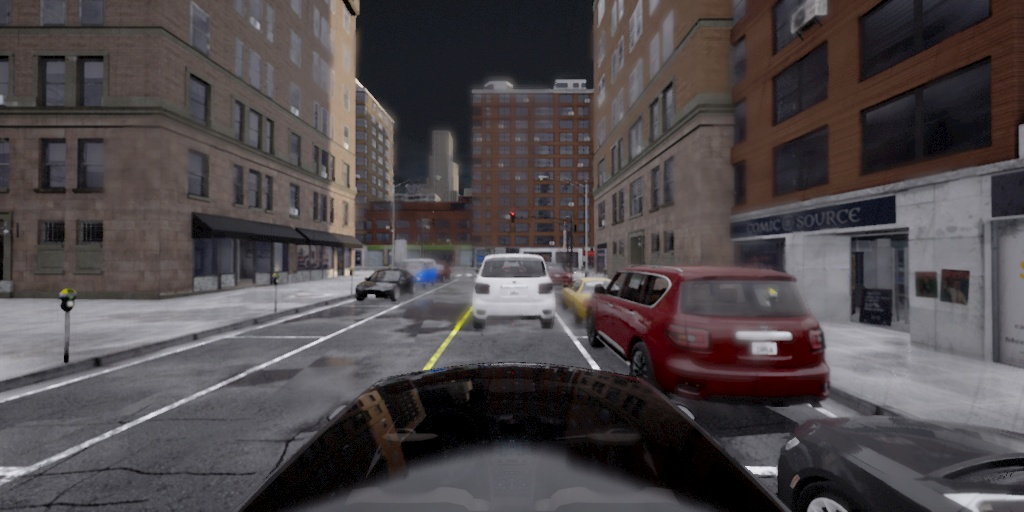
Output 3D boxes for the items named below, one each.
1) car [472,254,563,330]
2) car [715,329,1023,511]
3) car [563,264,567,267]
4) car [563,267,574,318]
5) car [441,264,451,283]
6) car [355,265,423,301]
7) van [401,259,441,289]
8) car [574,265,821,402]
[{"bbox_3d":[0.024,0.961,11.224,2.150,2.045,5.566,0,0,-1],"label":"car"},{"bbox_3d":[2.670,1.302,0.710,2.007,1.370,4.403,0,0,0],"label":"car"},{"bbox_3d":[2.644,1.172,22.640,1.967,1.591,4.097,0,0,0],"label":"car"},{"bbox_3d":[2.657,1.264,11.844,1.751,1.417,4.829,0,0,0],"label":"car"},{"bbox_3d":[-5.888,1.274,28.113,1.888,1.381,4.507,0,0,0],"label":"car"},{"bbox_3d":[-5.875,1.301,17.148,1.948,1.339,4.313,0,0,0],"label":"car"},{"bbox_3d":[-5.881,1.073,22.631,1.690,1.789,3.998,0,0,0],"label":"van"},{"bbox_3d":[2.664,1.059,6.191,2.192,1.841,5.009,0,0,0],"label":"car"}]
